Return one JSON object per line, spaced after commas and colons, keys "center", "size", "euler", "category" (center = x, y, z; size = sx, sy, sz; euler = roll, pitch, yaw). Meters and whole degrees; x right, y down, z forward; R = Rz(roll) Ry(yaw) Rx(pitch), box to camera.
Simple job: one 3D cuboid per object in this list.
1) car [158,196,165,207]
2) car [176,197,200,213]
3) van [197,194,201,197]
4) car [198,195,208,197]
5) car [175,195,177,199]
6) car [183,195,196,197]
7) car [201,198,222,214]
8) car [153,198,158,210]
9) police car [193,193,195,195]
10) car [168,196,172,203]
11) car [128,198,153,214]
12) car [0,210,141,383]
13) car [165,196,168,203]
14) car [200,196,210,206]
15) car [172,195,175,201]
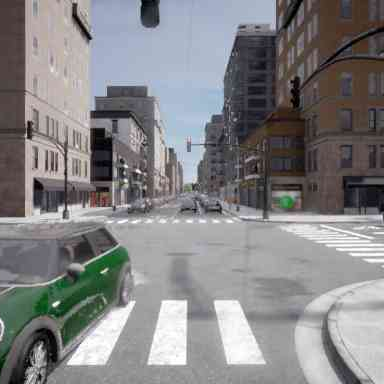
{"center": [-5.778, 1.653, 52.675], "size": [1.802, 1.307, 4.206], "euler": [0, 0, 0], "category": "car"}
{"center": [-0.368, 1.591, 38.142], "size": [2.033, 1.411, 5.357], "euler": [0, 0, 1], "category": "car"}
{"center": [2.242, 1.424, 58.193], "size": [1.690, 1.788, 3.998], "euler": [0, 0, 0], "category": "van"}
{"center": [2.247, 1.637, 52.682], "size": [1.947, 1.339, 4.313], "euler": [0, 0, 0], "category": "car"}
{"center": [-5.811, 1.721, 91.251], "size": [1.887, 1.381, 4.507], "euler": [0, 0, 0], "category": "car"}
{"center": [-0.300, 1.703, 65.513], "size": [1.895, 1.301, 4.718], "euler": [0, 0, 0], "category": "car"}
{"center": [2.261, 1.606, 36.149], "size": [1.947, 1.339, 4.313], "euler": [0, 0, 0], "category": "car"}
{"center": [-5.768, 1.490, 41.654], "size": [1.967, 1.590, 4.097], "euler": [0, 0, 0], "category": "car"}
{"center": [0.403, 1.599, 90.226], "size": [1.930, 1.638, 5.238], "euler": [0, 0, 0], "category": "police car"}
{"center": [-5.793, 1.552, 69.208], "size": [1.967, 1.590, 4.097], "euler": [0, 0, 0], "category": "car"}
{"center": [-5.764, 1.480, 36.143], "size": [1.967, 1.590, 4.097], "euler": [0, 0, 0], "category": "car"}
{"center": [-2.485, 1.349, 5.020], "size": [2.097, 1.767, 4.553], "euler": [0, 0, 7], "category": "car"}
{"center": [-5.783, 1.634, 58.186], "size": [2.008, 1.369, 4.403], "euler": [0, 0, 0], "category": "car"}
{"center": [2.252, 1.641, 47.172], "size": [1.802, 1.307, 4.206], "euler": [0, 0, 0], "category": "car"}
{"center": [-5.802, 1.694, 80.229], "size": [2.008, 1.369, 4.403], "euler": [0, 0, 0], "category": "car"}
